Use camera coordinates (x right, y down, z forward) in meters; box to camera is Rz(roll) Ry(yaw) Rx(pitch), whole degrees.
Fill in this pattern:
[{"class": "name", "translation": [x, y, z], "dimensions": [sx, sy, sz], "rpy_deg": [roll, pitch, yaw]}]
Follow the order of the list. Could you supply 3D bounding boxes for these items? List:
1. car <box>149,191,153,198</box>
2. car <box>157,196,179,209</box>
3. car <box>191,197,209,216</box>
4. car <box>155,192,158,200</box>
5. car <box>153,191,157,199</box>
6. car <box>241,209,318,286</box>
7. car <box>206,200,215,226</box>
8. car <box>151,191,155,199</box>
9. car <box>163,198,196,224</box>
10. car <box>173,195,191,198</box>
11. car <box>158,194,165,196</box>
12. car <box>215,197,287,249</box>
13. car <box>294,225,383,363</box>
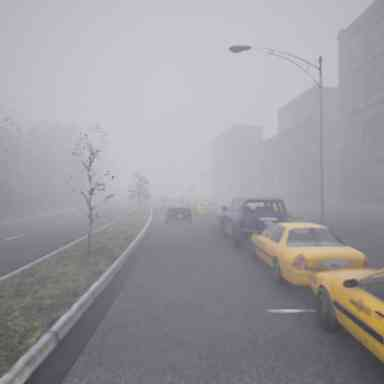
[{"class": "car", "translation": [-9.954, 1.168, 91.459], "dimensions": [2.163, 1.488, 4.792], "rpy_deg": [0, 0, -12]}, {"class": "car", "translation": [-3.172, 1.521, 42.784], "dimensions": [1.895, 1.301, 4.718], "rpy_deg": [0, 0, -8]}, {"class": "car", "translation": [1.327, 1.444, 31.672], "dimensions": [1.946, 1.575, 5.366], "rpy_deg": [0, 0, -6]}, {"class": "car", "translation": [-6.470, 1.295, 75.155], "dimensions": [2.002, 1.452, 4.674], "rpy_deg": [0, 0, -12]}, {"class": "car", "translation": [-7.636, 1.247, 80.609], "dimensions": [2.163, 1.488, 4.792], "rpy_deg": [0, 0, -12]}, {"class": "car", "translation": [2.904, 1.484, 9.449], "dimensions": [1.946, 1.575, 5.366], "rpy_deg": [0, 0, -1]}, {"class": "car", "translation": [2.352, 1.479, 20.393], "dimensions": [2.231, 1.521, 4.892], "rpy_deg": [0, 0, -3]}, {"class": "car", "translation": [-8.787, 1.219, 86.003], "dimensions": [2.002, 1.452, 4.674], "rpy_deg": [0, 0, -12]}, {"class": "car", "translation": [-1.067, 1.458, 25.031], "dimensions": [1.882, 1.535, 5.008], "rpy_deg": [0, 1, -5]}, {"class": "car", "translation": [-1.194, 1.418, 49.553], "dimensions": [2.163, 1.488, 4.792], "rpy_deg": [0, 0, -9]}, {"class": "car", "translation": [-5.310, 1.289, 69.727], "dimensions": [2.231, 1.521, 4.892], "rpy_deg": [0, 0, -12]}, {"class": "car", "translation": [2.669, 1.234, 14.854], "dimensions": [2.435, 2.045, 5.566], "rpy_deg": [0, 0, -3]}, {"class": "car", "translation": [3.039, 1.482, 3.885], "dimensions": [1.946, 1.575, 5.366], "rpy_deg": [0, 0, 0]}]
